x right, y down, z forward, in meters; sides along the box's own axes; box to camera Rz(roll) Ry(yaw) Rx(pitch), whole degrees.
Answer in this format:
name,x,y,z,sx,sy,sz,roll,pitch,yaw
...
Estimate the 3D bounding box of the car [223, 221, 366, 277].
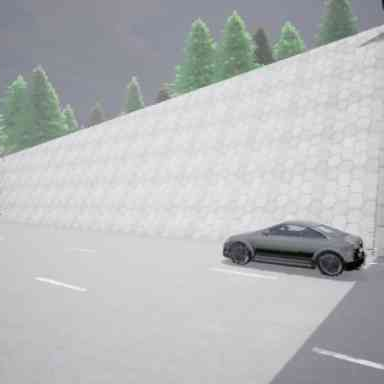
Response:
name,x,y,z,sx,sy,sz,roll,pitch,yaw
car,3.067,1.596,10.401,4.181,1.385,1.994,-1,0,35
